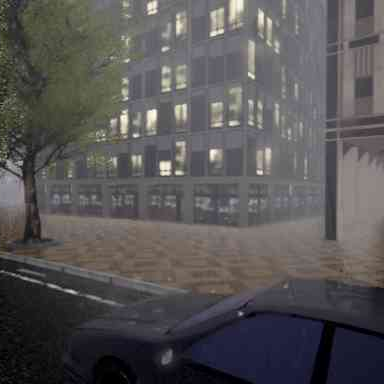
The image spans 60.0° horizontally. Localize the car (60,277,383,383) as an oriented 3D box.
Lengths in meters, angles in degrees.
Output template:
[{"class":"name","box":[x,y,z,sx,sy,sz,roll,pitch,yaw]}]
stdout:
[{"class":"car","box":[1.155,1.548,2.857,5.357,1.411,2.033,0,0,36]}]
